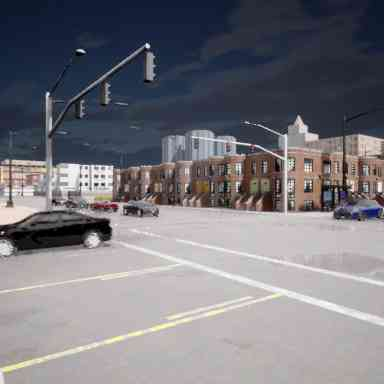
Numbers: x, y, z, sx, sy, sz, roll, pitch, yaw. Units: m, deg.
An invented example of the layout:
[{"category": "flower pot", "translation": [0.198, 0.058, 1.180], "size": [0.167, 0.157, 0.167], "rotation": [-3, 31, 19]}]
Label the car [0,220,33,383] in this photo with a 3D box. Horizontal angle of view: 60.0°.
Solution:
[{"category": "car", "translation": [-3.770, 1.221, 1.079], "size": [5.566, 2.045, 2.150], "rotation": [0, 0, -35]}]

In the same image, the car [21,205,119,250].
[{"category": "car", "translation": [-5.593, 1.477, 12.908], "size": [5.008, 1.535, 1.882], "rotation": [0, 0, -36]}]

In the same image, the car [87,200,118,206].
[{"category": "car", "translation": [-10.315, 1.601, 38.907], "size": [1.895, 1.301, 4.718], "rotation": [0, 0, -36]}]

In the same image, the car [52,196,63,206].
[{"category": "car", "translation": [-22.288, 1.492, 55.565], "size": [2.128, 1.511, 4.902], "rotation": [0, 0, -35]}]

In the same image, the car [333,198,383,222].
[{"category": "car", "translation": [13.215, 1.351, 26.407], "size": [4.553, 1.767, 2.097], "rotation": [0, 0, -36]}]

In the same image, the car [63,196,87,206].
[{"category": "car", "translation": [-16.264, 1.352, 47.154], "size": [2.097, 1.767, 4.553], "rotation": [0, 0, -36]}]

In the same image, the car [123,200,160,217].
[{"category": "car", "translation": [-4.847, 1.505, 31.338], "size": [1.837, 1.490, 4.892], "rotation": [0, 0, -36]}]
